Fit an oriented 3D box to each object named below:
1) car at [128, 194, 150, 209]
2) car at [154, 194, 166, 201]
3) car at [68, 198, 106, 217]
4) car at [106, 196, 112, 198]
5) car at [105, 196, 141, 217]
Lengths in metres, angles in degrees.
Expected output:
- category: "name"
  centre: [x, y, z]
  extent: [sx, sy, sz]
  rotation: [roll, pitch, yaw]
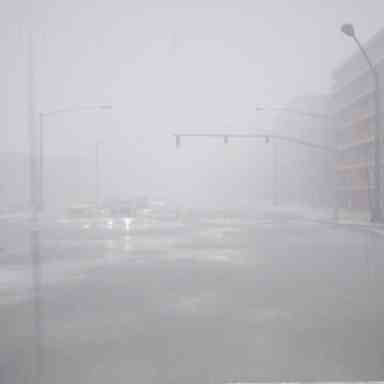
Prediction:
- category: "car"
  centre: [-6.247, 1.286, 40.842]
  extent: [1.837, 1.490, 4.892]
  rotation: [0, 1, 0]
- category: "car"
  centre: [-6.093, 1.031, 62.701]
  extent: [1.895, 1.301, 4.718]
  rotation: [0, 1, 1]
- category: "car"
  centre: [-9.793, 1.395, 30.688]
  extent: [1.882, 1.535, 5.008]
  rotation: [0, 1, 0]
- category: "car"
  centre: [-9.748, 1.292, 40.371]
  extent: [1.837, 1.490, 4.892]
  rotation: [0, 2, 0]
- category: "car"
  centre: [-6.297, 1.415, 30.998]
  extent: [1.837, 1.490, 4.892]
  rotation: [0, 1, 0]
